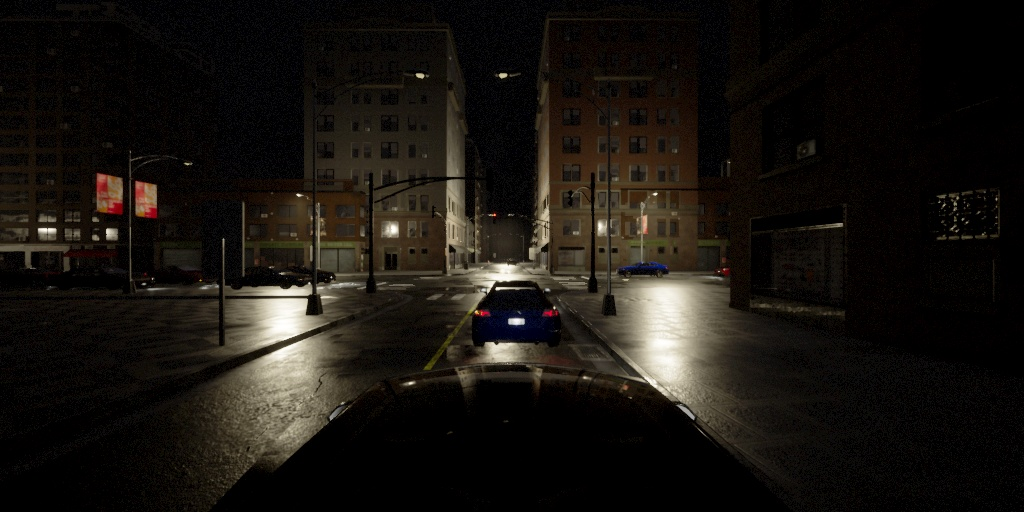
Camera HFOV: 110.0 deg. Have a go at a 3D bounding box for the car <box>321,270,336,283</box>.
[{"bbox_3d":[-15.043,1.364,25.889,4.181,1.385,1.994,0,0,0],"label":"car"}]

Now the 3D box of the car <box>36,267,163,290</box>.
[{"bbox_3d":[-25.837,1.389,22.590,5.357,1.411,2.033,0,0,0],"label":"car"}]

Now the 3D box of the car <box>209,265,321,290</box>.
[{"bbox_3d":[-15.457,1.350,22.638,5.357,1.411,2.033,0,0,0],"label":"car"}]

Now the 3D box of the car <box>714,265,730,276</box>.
[{"bbox_3d":[20.900,1.224,32.758,4.181,1.385,1.994,0,0,0],"label":"car"}]

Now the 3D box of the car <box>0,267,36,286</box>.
[{"bbox_3d":[-34.603,1.471,25.803,4.718,1.301,1.895,0,0,0],"label":"car"}]

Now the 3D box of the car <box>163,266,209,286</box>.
[{"bbox_3d":[-23.824,1.398,25.845,4.181,1.385,1.994,0,0,-1],"label":"car"}]

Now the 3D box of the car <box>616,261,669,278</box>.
[{"bbox_3d":[11.860,1.217,32.719,4.674,1.442,1.812,0,0,0],"label":"car"}]

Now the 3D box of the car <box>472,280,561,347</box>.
[{"bbox_3d":[0.096,1.314,9.355,1.994,1.385,4.181,0,0,0],"label":"car"}]
